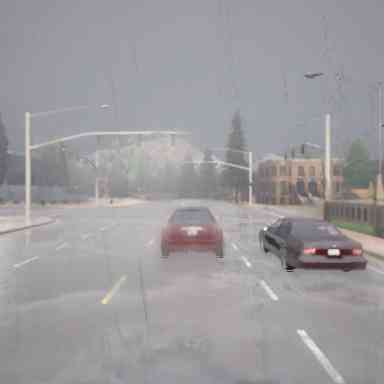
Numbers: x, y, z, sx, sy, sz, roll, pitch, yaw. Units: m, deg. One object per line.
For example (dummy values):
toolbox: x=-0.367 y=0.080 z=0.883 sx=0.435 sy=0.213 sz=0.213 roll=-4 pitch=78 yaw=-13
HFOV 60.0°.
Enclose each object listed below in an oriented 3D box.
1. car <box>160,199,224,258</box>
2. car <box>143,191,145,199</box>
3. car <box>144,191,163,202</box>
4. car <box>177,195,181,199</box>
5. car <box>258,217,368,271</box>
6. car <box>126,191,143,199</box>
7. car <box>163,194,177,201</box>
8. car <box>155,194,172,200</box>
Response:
car: x=0.022 y=1.314 z=12.776 sx=2.097 sy=1.767 sz=4.553 roll=0 pitch=0 yaw=0
car: x=-12.582 y=1.207 z=87.995 sx=1.882 sy=1.535 sz=5.008 roll=0 pitch=0 yaw=-38
car: x=-8.288 y=1.014 z=71.921 sx=2.150 sy=2.045 sz=5.566 roll=0 pitch=0 yaw=-16
car: x=-4.895 y=1.277 z=89.281 sx=2.033 sy=1.411 sz=5.357 roll=0 pitch=0 yaw=-35
car: x=3.502 y=1.516 z=10.694 sx=2.033 sy=1.411 sz=5.357 roll=0 pitch=0 yaw=0
car: x=-15.444 y=0.888 z=85.971 sx=2.128 sy=1.511 sz=4.902 roll=0 pitch=0 yaw=-38
car: x=-5.292 y=1.283 z=74.082 sx=1.837 sy=1.490 sz=4.892 roll=0 pitch=0 yaw=-16
car: x=-7.549 y=1.282 z=86.940 sx=2.033 sy=1.411 sz=5.357 roll=0 pitch=0 yaw=-35
